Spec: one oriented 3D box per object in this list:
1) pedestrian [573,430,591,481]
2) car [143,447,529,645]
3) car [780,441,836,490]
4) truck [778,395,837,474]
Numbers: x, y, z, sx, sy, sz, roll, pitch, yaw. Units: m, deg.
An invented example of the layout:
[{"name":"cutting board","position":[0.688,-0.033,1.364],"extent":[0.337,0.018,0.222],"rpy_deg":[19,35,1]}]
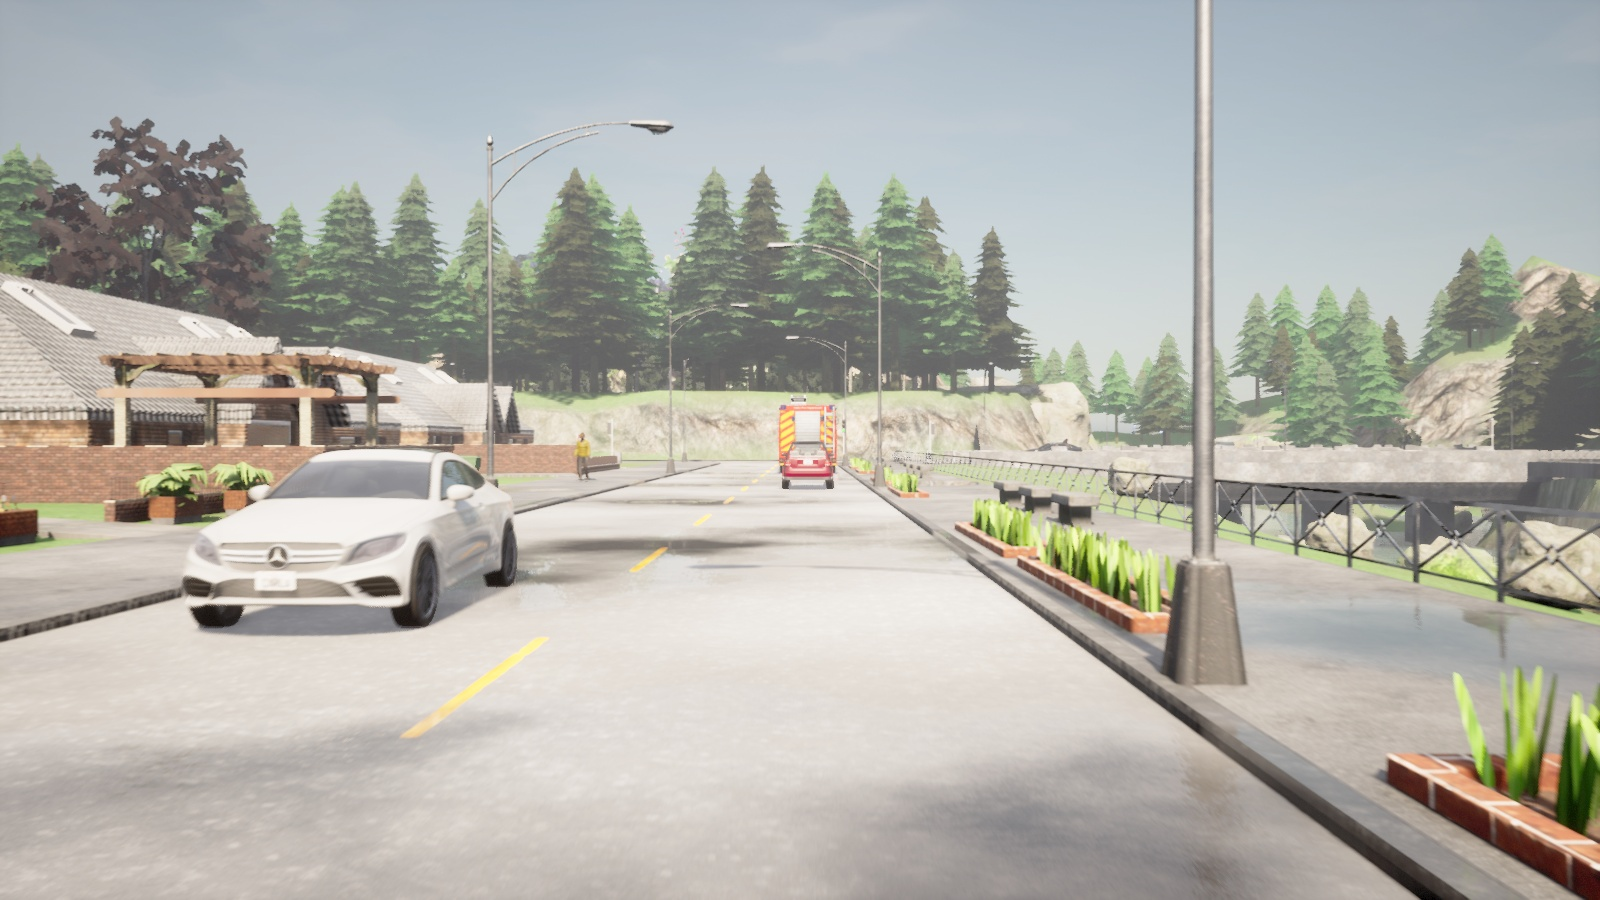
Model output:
[{"name":"pedestrian","position":[-7.963,0.192,45.798],"extent":[0.431,1.840,0.709],"rpy_deg":[0,0,10]},{"name":"car","position":[-3.919,0.704,11.580],"extent":[1.812,1.442,4.674],"rpy_deg":[0,0,0]},{"name":"car","position":[0.258,0.488,42.150],"extent":[1.789,1.549,3.705],"rpy_deg":[0,0,0]},{"name":"truck","position":[0.391,-0.785,65.134],"extent":[2.891,3.827,8.468],"rpy_deg":[0,0,0]}]
